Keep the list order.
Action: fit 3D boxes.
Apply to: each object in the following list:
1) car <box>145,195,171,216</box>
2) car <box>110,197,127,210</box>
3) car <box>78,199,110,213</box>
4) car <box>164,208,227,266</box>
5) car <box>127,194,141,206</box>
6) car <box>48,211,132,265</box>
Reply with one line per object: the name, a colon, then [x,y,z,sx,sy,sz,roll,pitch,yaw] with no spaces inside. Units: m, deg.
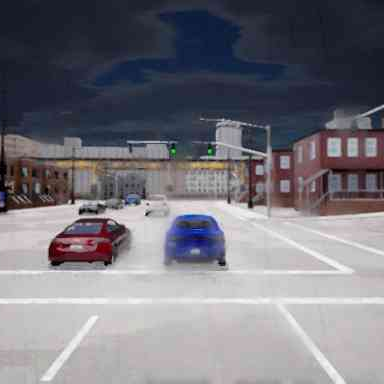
car: [-3.426,1.333,34.152,2.150,2.045,5.566,0,0,0]
car: [-10.600,1.653,45.387,1.837,1.490,4.892,0,0,0]
car: [-10.608,1.680,35.525,1.994,1.385,4.181,0,0,0]
car: [0.091,1.517,11.754,1.882,1.535,5.008,0,0,0]
car: [-10.560,1.412,59.379,2.150,2.045,5.566,0,0,0]
car: [-3.409,1.603,11.817,1.994,1.385,4.181,0,0,0]
